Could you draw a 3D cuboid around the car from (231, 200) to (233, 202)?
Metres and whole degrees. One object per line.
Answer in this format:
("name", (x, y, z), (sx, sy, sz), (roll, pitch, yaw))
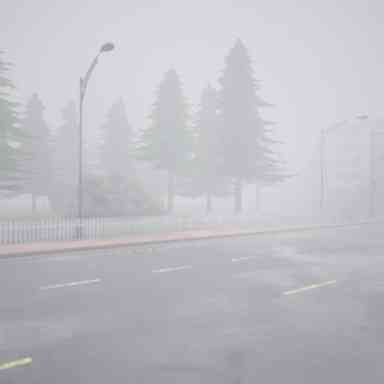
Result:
("car", (6.179, 1.264, 63.028), (2.150, 2.045, 5.566), (1, 0, -34))

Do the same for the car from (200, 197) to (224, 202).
("car", (3.260, 1.530, 61.091), (1.812, 1.442, 4.674), (1, 0, -34))
